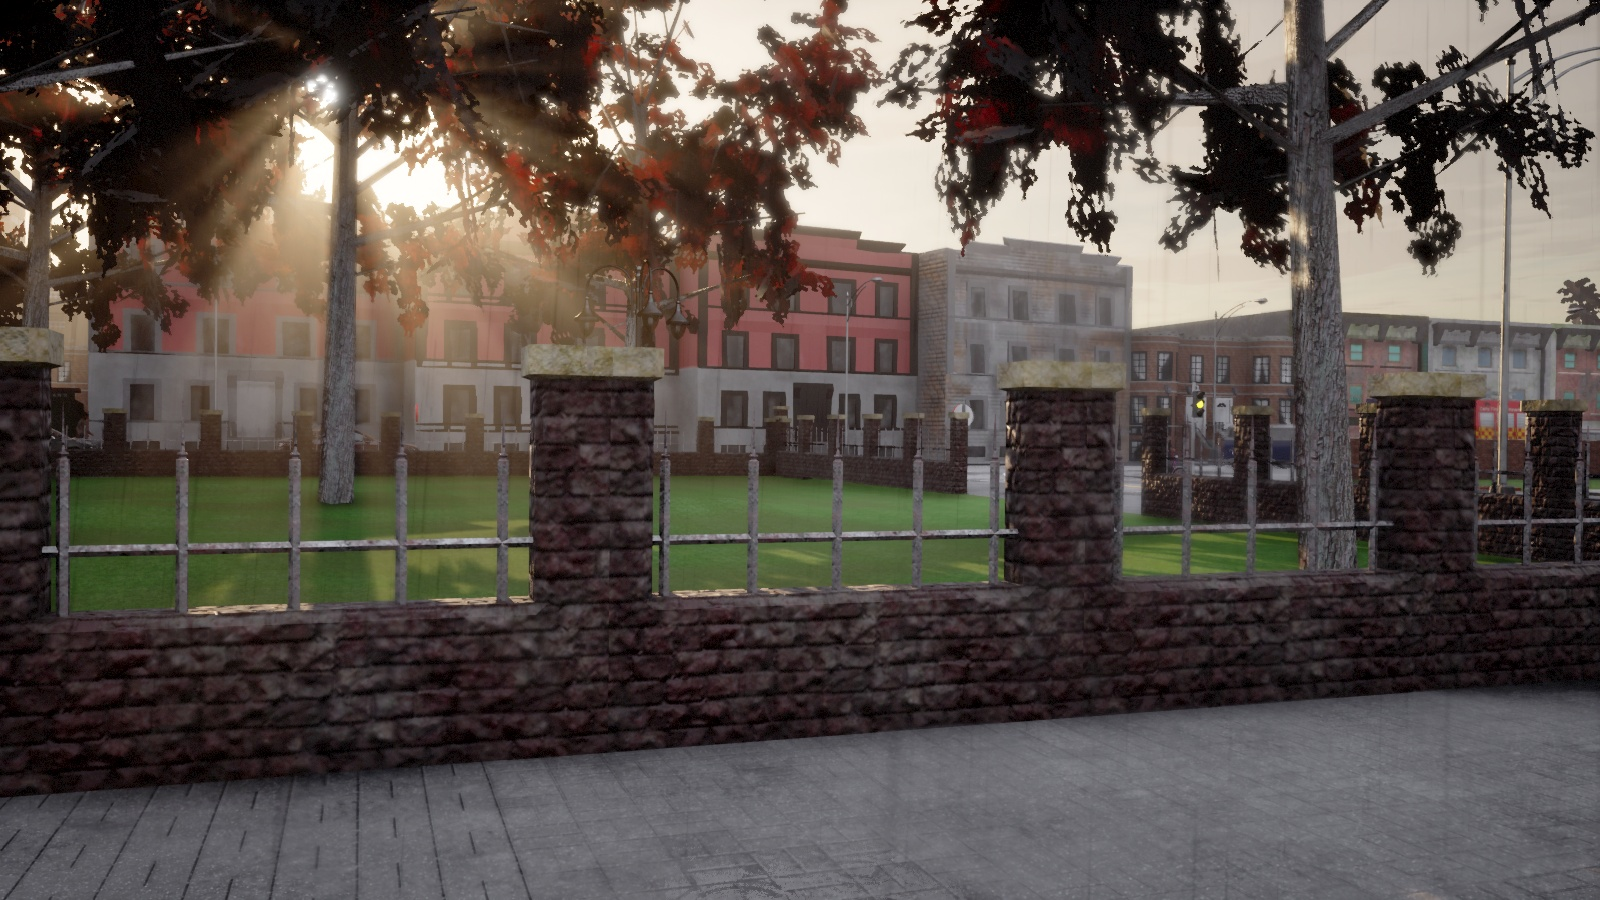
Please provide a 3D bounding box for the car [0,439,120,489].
[{"bbox_3d":[-24.059,0.428,39.022,4.892,1.490,1.837,-1,1,-19],"label":"car"}]

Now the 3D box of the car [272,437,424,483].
[{"bbox_3d":[-15.118,0.301,42.160,4.674,1.442,1.812,-1,1,-19],"label":"car"}]

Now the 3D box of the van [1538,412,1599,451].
[{"bbox_3d":[41.292,-0.970,66.074,4.442,1.987,1.775,-1,1,-19],"label":"van"}]

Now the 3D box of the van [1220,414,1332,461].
[{"bbox_3d":[20.727,-0.563,54.685,4.442,1.987,1.775,-1,1,-19],"label":"van"}]

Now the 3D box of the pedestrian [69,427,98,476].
[{"bbox_3d":[-26.594,0.037,46.606,0.869,1.805,0.328,-1,1,-22],"label":"pedestrian"}]

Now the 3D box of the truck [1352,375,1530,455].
[{"bbox_3d":[32.092,-1.736,62.869,8.468,3.827,2.891,-1,1,-19],"label":"truck"}]
